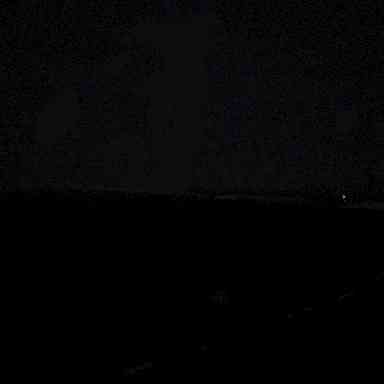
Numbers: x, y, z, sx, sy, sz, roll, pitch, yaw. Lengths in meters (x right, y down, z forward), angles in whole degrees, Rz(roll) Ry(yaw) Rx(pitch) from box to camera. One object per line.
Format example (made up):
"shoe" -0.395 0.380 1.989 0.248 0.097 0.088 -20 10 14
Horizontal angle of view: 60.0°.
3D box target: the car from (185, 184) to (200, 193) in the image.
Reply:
"car" 0.718 -0.577 58.499 1.837 1.490 4.892 -4 4 -34

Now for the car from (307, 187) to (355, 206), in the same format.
"car" 14.278 0.343 34.270 2.097 1.767 4.553 -4 4 -35

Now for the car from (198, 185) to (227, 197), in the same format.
"car" 3.331 -0.074 49.807 1.994 1.385 4.181 -4 4 -35

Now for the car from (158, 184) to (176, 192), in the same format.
"car" -5.090 -0.886 66.631 2.128 1.511 4.902 -4 4 -35
